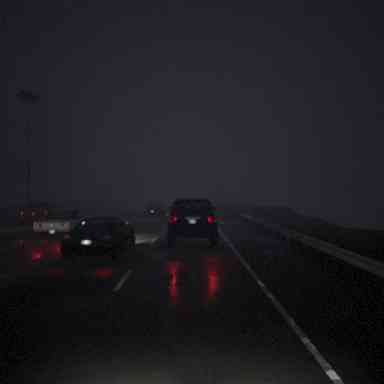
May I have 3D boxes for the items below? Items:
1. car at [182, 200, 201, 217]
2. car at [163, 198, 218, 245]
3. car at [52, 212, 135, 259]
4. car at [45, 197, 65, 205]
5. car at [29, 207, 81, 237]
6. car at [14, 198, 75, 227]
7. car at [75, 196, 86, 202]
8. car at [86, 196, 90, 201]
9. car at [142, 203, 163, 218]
[{"bbox_3d":[-0.095,1.661,34.581,1.837,1.490,4.892,0,0,0],"label":"car"},{"bbox_3d":[0.024,1.294,16.036,2.150,2.045,5.566,0,0,0],"label":"car"},{"bbox_3d":[-3.479,1.631,12.941,1.994,1.385,4.181,0,0,0],"label":"car"},{"bbox_3d":[-28.402,1.900,69.246,2.128,1.511,4.902,0,0,0],"label":"car"},{"bbox_3d":[-7.002,1.702,18.835,1.895,1.301,4.718,0,0,0],"label":"car"},{"bbox_3d":[-10.535,1.485,24.192,2.097,1.767,4.553,0,0,0],"label":"car"},{"bbox_3d":[-21.360,1.796,60.063,1.882,1.535,5.008,0,0,0],"label":"car"},{"bbox_3d":[-24.942,1.749,75.971,2.097,1.767,4.553,0,0,0],"label":"car"},{"bbox_3d":[-3.579,1.716,31.840,1.994,1.385,4.181,0,0,0],"label":"car"}]
